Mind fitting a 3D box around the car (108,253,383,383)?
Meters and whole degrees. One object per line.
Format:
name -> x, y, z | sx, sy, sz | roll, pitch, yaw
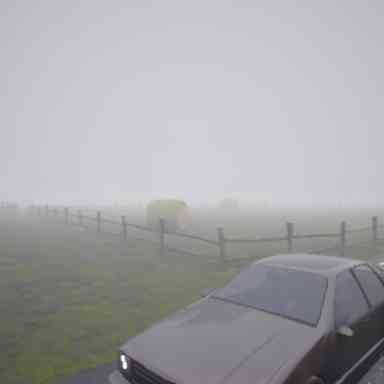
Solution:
car -> 1.590, 1.652, 4.682 | 5.357, 1.411, 2.033 | 1, -2, -45
